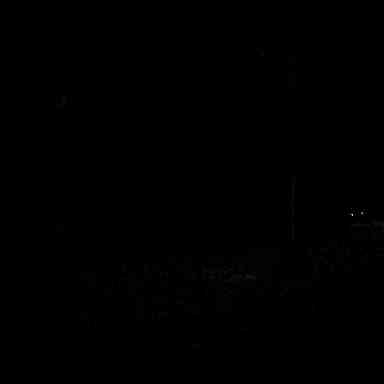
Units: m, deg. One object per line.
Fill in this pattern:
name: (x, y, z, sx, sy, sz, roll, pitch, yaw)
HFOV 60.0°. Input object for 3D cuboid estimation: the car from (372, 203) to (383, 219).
car: (15.844, 1.580, 29.012, 1.947, 1.339, 4.313, 0, 0, -35)

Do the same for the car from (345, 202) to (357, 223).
car: (9.307, 1.540, 24.354, 1.947, 1.339, 4.313, 0, 0, -35)

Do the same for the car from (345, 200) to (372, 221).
car: (10.845, 1.209, 26.575, 2.150, 2.045, 5.566, 0, 0, -35)
